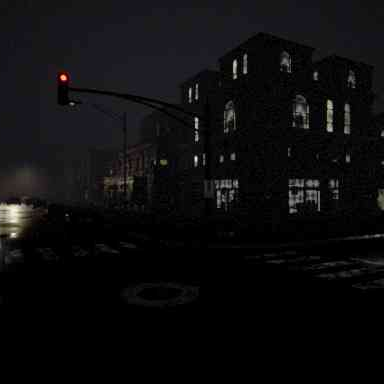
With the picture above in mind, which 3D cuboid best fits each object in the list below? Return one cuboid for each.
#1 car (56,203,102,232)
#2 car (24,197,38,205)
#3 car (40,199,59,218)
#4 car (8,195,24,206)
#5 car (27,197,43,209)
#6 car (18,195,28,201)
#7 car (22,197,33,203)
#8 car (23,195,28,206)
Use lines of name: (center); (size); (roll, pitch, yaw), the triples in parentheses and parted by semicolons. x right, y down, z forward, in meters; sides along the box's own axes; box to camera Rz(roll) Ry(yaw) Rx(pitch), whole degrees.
car: (-6.674, 1.569, 20.033); (1.947, 1.339, 4.313); (0, 0, -29)
car: (-28.363, 1.568, 58.518); (2.008, 1.369, 4.403); (0, 0, -29)
car: (-12.095, 1.587, 29.653); (1.802, 1.307, 4.206); (0, 0, -29)
car: (-30.255, 1.494, 56.591); (1.882, 1.535, 5.008); (0, 0, -29)
car: (-20.229, 1.561, 44.086); (2.008, 1.369, 4.403); (0, 0, -29)
car: (-41.917, 1.475, 82.570); (1.967, 1.590, 4.097); (0, 0, -29)
car: (-33.784, 1.605, 68.138); (1.802, 1.307, 4.206); (0, 0, -29)
car: (-25.650, 1.454, 53.707); (1.967, 1.590, 4.097); (0, 0, -29)
